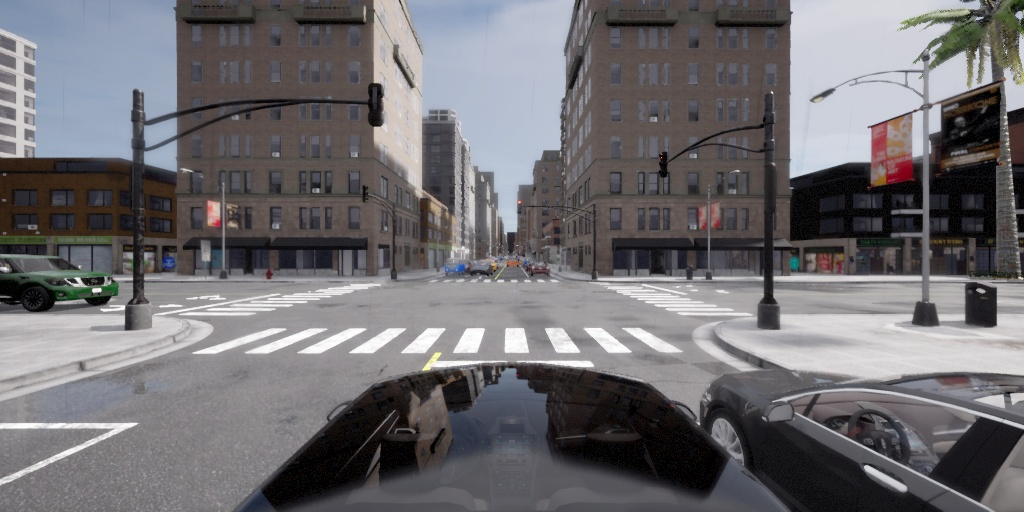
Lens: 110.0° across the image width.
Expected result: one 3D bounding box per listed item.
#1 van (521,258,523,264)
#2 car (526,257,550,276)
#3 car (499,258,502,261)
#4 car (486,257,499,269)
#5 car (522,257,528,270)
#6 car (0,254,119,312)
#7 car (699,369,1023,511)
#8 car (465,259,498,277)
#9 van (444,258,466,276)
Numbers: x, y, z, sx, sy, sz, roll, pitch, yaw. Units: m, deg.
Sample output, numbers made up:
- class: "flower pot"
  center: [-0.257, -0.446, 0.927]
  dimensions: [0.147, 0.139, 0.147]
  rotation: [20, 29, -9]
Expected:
- class: "van"
  center: [2.796, 1.093, 59.105]
  dimensions: [1.690, 1.789, 3.998]
  rotation: [0, 0, 0]
- class: "car"
  center: [2.742, 1.192, 36.428]
  dimensions: [1.967, 1.591, 4.097]
  rotation: [0, 0, 0]
- class: "car"
  center: [-2.971, 1.354, 56.256]
  dimensions: [1.895, 1.301, 4.718]
  rotation: [0, 0, 0]
- class: "car"
  center: [-3.003, 1.230, 46.337]
  dimensions: [1.882, 1.535, 5.008]
  rotation: [0, 0, 0]
- class: "car"
  center: [2.769, 1.193, 47.766]
  dimensions: [1.967, 1.591, 4.097]
  rotation: [0, 0, 0]
- class: "car"
  center: [-18.522, 0.949, 13.593]
  dimensions: [5.566, 2.045, 2.150]
  rotation: [0, 0, 0]
- class: "car"
  center: [2.668, 1.300, 1.778]
  dimensions: [2.007, 1.370, 4.403]
  rotation: [0, 0, 0]
- class: "car"
  center: [-2.999, 1.299, 36.636]
  dimensions: [2.033, 1.411, 5.357]
  rotation: [0, 0, 4]
- class: "van"
  center: [-5.784, 1.093, 36.446]
  dimensions: [1.690, 1.789, 3.998]
  rotation: [0, 0, 0]
